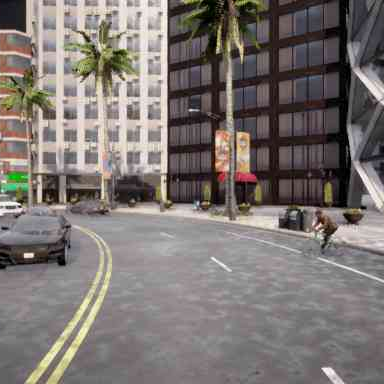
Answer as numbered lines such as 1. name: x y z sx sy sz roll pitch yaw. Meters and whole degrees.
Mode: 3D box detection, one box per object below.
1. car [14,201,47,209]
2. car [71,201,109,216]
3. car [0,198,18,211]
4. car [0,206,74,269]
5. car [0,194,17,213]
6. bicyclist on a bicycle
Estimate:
1. car: -9.575 1.526 20.645 1.812 1.442 4.674 0 0 -35
2. car: -10.250 1.547 32.399 5.357 1.411 2.033 0 0 41
3. car: -23.673 1.526 40.649 4.674 1.442 1.812 0 0 24
4. car: -5.267 1.478 11.543 1.882 1.535 5.008 0 0 -18
5. car: -16.602 1.221 28.428 5.566 2.045 2.150 0 0 39
6. bicyclist on a bicycle: 4.476 1.439 11.321 1.656 1.620 0.582 -2 0 -12
